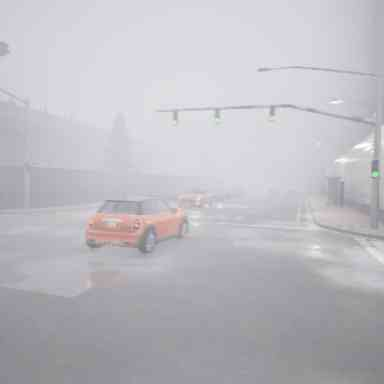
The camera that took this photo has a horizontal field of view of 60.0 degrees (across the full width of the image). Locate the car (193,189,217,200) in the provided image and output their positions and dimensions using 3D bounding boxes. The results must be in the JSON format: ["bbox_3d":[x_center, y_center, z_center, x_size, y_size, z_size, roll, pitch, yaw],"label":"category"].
[{"bbox_3d":[1.798,0.269,44.947,1.895,1.301,4.718,2,2,19],"label":"car"}]

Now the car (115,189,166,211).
[{"bbox_3d":[-4.102,0.550,27.469,2.128,1.511,4.902,2,2,19],"label":"car"}]

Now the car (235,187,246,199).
[{"bbox_3d":[6.477,0.035,47.778,2.097,1.767,4.553,2,2,19],"label":"car"}]

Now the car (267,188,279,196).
[{"bbox_3d":[15.698,-0.130,64.224,1.882,1.535,5.008,2,2,18],"label":"car"}]

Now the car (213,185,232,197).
[{"bbox_3d":[5.137,-0.197,54.714,2.097,1.767,4.553,2,2,18],"label":"car"}]

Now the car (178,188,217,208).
[{"bbox_3d":[0.379,0.436,29.766,2.097,1.767,4.553,2,2,19],"label":"car"}]

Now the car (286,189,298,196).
[{"bbox_3d":[18.999,0.059,63.071,1.994,1.385,4.181,2,2,18],"label":"car"}]

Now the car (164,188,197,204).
[{"bbox_3d":[-1.184,0.342,36.137,1.882,1.535,5.008,2,2,19],"label":"car"}]

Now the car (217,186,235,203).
[{"bbox_3d":[3.219,0.400,38.247,1.837,1.490,4.892,2,2,19],"label":"car"}]

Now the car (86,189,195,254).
[{"bbox_3d":[-1.707,0.942,11.938,2.097,1.767,4.553,2,2,18],"label":"car"}]
